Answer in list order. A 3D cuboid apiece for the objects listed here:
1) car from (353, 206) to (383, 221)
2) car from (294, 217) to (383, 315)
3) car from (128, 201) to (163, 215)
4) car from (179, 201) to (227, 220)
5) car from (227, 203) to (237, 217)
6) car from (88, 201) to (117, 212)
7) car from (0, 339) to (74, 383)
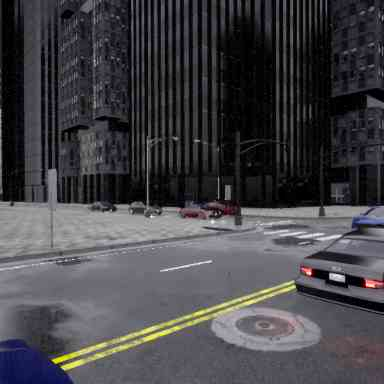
[{"bbox_3d":[9.996,1.479,17.146,5.008,1.535,1.882,0,0,-42],"label":"car"},{"bbox_3d":[4.412,1.547,7.508,5.357,1.411,2.033,0,0,-42],"label":"car"},{"bbox_3d":[-5.151,1.781,36.486,1.837,1.490,4.892,0,0,-42],"label":"car"},{"bbox_3d":[0.697,1.750,29.944,1.994,1.385,4.181,0,0,-43],"label":"car"},{"bbox_3d":[2.210,1.660,32.894,1.882,1.535,5.008,0,0,-41],"label":"car"},{"bbox_3d":[-11.945,1.929,44.087,2.033,1.411,5.357,0,0,-42],"label":"car"},{"bbox_3d":[-2.676,1.601,1.154,4.718,1.301,1.895,0,0,-42],"label":"car"}]
